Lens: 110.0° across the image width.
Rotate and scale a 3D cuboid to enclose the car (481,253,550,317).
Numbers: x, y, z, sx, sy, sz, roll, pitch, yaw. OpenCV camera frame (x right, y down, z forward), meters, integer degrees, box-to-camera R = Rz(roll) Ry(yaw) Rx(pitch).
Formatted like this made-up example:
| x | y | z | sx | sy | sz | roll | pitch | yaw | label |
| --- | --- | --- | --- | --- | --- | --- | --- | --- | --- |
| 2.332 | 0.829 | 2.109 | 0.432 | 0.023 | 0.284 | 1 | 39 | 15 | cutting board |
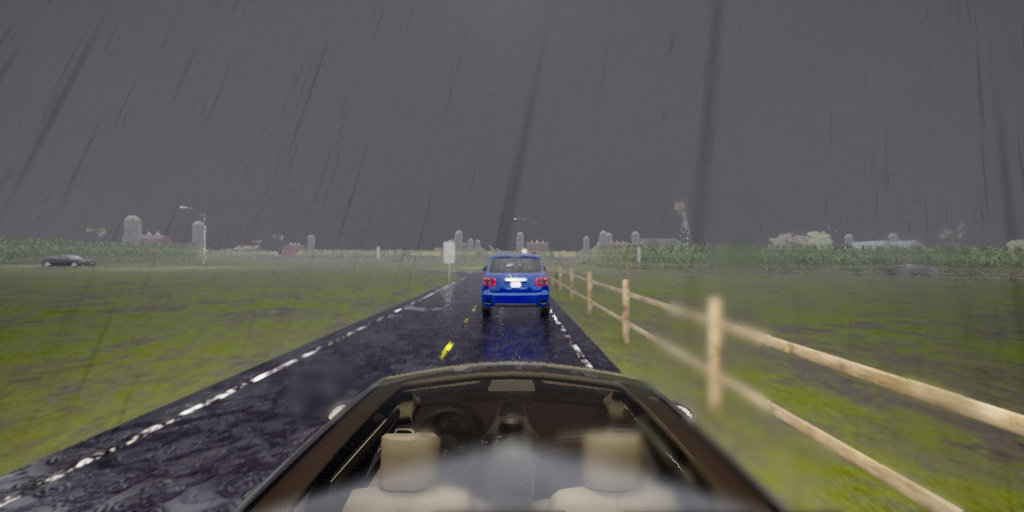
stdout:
| x | y | z | sx | sy | sz | roll | pitch | yaw | label |
| --- | --- | --- | --- | --- | --- | --- | --- | --- | --- |
| 0.101 | 0.941 | 13.147 | 2.150 | 2.045 | 5.566 | 0 | 0 | 0 | car |
